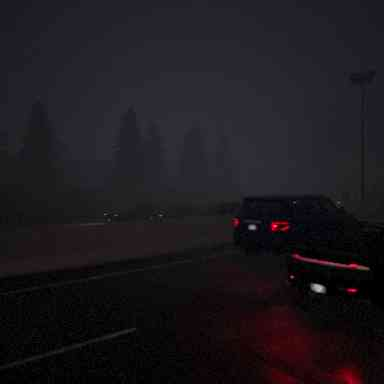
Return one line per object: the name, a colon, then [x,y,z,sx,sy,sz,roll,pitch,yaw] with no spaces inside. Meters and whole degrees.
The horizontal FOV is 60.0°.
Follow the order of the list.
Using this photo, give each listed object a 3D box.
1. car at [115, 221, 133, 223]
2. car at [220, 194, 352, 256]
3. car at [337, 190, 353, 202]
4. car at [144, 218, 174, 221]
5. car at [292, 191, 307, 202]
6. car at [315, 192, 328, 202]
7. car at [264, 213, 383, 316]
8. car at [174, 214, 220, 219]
car: [-3.601,1.423,24.006,5.357,1.411,2.033,-1,1,-43]
car: [3.782,1.094,11.583,5.566,2.045,2.150,-1,1,-42]
car: [24.873,0.659,54.314,2.097,1.767,4.553,-1,0,22]
car: [-1.058,1.425,21.702,4.181,1.385,1.994,-1,1,-44]
car: [18.528,0.716,57.321,2.097,1.767,4.553,-1,0,21]
car: [21.714,0.813,55.821,1.882,1.535,5.008,0,0,21]
car: [4.024,1.392,7.216,4.902,1.511,2.128,-1,1,-39]
car: [1.596,1.322,19.381,5.008,1.535,1.882,-1,1,-44]
